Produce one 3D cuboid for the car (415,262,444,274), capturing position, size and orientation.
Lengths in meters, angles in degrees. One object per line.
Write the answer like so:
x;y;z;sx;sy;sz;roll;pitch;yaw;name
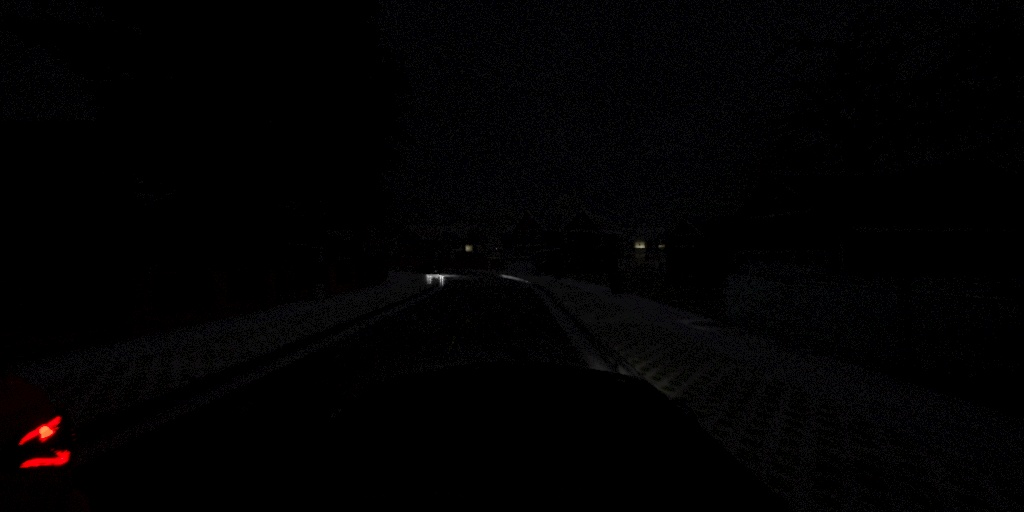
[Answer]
-9.448;1.359;40.864;1.895;1.301;4.718;0;0;-33;car
